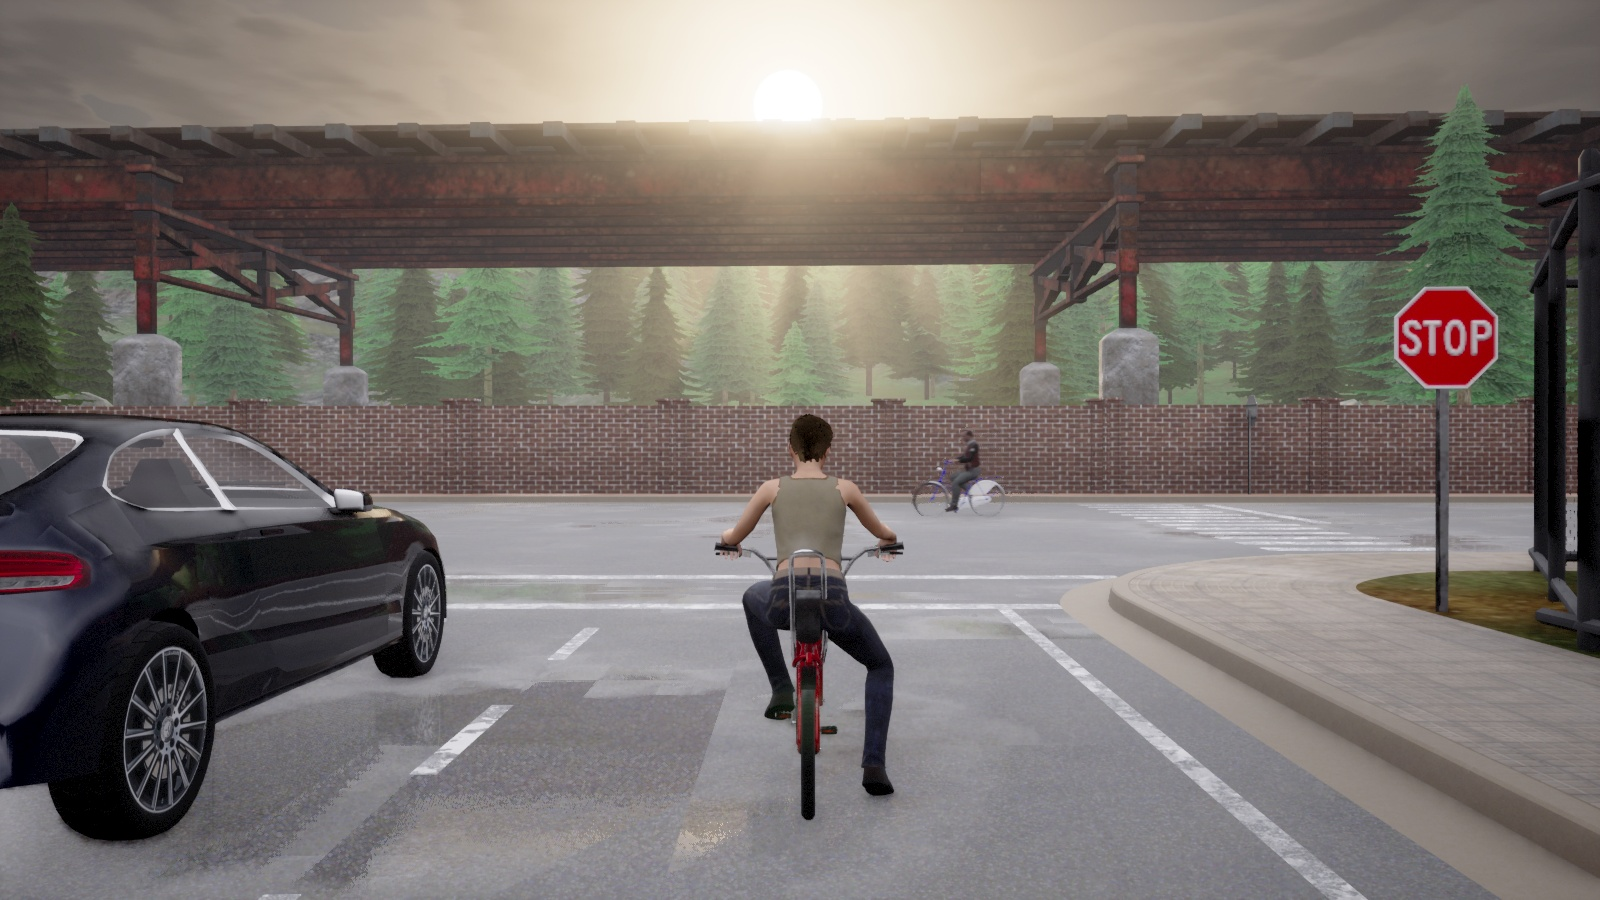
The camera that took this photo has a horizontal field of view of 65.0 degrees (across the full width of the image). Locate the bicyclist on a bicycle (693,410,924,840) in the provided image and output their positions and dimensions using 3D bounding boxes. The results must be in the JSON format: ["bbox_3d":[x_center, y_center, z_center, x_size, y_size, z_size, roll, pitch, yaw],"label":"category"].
[{"bbox_3d":[0.039,0.652,5.464,0.866,1.612,1.509,0,0,1],"label":"bicyclist on a bicycle"}]

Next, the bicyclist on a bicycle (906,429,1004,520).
[{"bbox_3d":[3.071,0.479,24.937,1.843,1.776,0.659,0,1,-4],"label":"bicyclist on a bicycle"}]

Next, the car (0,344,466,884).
[{"bbox_3d":[-3.448,0.486,6.353,2.152,1.651,5.027,0,0,0],"label":"car"}]
